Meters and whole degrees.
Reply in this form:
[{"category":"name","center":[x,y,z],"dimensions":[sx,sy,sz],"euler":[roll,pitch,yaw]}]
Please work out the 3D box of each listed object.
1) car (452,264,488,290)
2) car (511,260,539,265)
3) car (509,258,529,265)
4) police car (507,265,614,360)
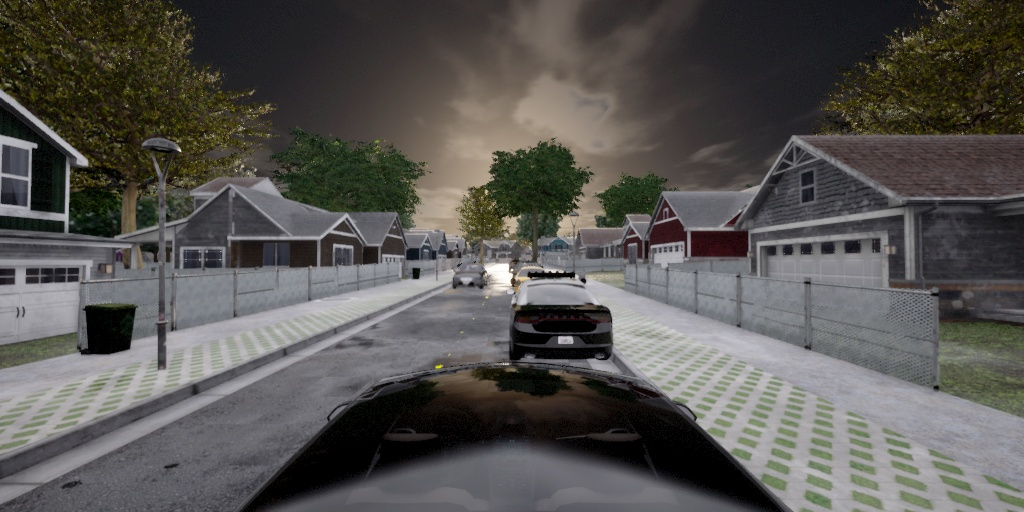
[{"category":"car","center":[-2.532,1.234,22.463],"dimensions":[2.128,1.511,4.902],"euler":[0,0,1]},{"category":"car","center":[1.006,1.201,18.539],"dimensions":[1.801,1.575,5.366],"euler":[0,0,1]},{"category":"car","center":[1.064,1.093,24.319],"dimensions":[2.097,1.767,4.553],"euler":[0,0,1]},{"category":"police car","center":[0.905,1.175,8.457],"dimensions":[1.930,1.638,5.238],"euler":[0,0,1]}]
